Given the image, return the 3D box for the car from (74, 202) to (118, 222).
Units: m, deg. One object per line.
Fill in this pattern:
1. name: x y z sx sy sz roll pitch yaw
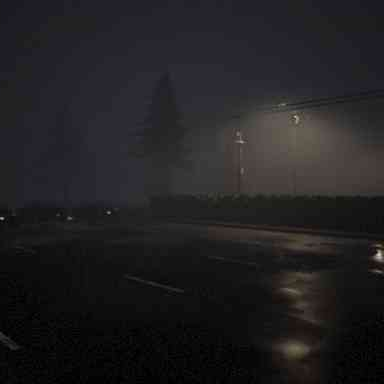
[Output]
1. car: -7.566 1.463 25.505 4.181 1.385 1.994 0 0 41

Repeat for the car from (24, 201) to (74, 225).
1. car: -10.738 1.384 23.624 5.008 1.535 1.882 0 0 41

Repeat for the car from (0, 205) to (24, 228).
1. car: -12.374 1.482 20.412 4.181 1.385 1.994 0 0 41
